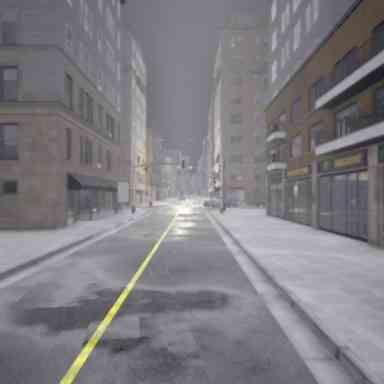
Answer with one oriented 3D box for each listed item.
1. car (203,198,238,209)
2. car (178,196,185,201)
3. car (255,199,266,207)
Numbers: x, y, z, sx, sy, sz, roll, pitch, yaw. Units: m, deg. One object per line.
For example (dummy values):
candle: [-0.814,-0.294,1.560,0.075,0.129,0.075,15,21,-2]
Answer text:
car: [3.921,1.639,46.520,4.902,1.511,2.128,-1,0,0]
car: [-3.013,1.847,94.872,1.994,1.385,4.181,0,0,0]
car: [12.130,1.648,52.316,4.507,1.381,1.887,-1,0,0]
